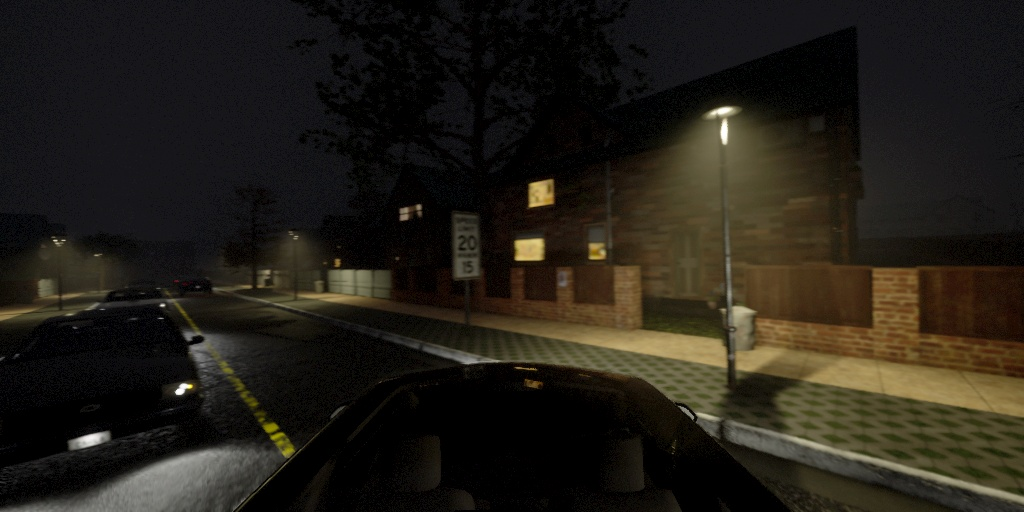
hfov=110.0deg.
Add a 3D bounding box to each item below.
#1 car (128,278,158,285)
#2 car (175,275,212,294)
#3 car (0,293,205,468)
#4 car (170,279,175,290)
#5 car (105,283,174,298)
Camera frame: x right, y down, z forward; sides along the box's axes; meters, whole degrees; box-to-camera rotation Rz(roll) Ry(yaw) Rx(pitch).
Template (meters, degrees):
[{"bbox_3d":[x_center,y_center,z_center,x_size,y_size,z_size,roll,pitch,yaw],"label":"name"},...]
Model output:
[{"bbox_3d":[-26.921,2.393,26.191,1.837,1.490,4.892,-1,-1,-45],"label":"car"},{"bbox_3d":[-25.949,2.361,29.326,5.008,1.535,1.882,-4,-2,45],"label":"car"},{"bbox_3d":[-6.115,1.531,5.454,5.357,1.411,2.033,-2,-1,45],"label":"car"},{"bbox_3d":[-35.759,2.838,39.079,4.892,1.490,1.837,-3,-1,45],"label":"car"},{"bbox_3d":[-14.673,1.950,13.964,4.718,1.301,1.895,-2,-1,45],"label":"car"}]
